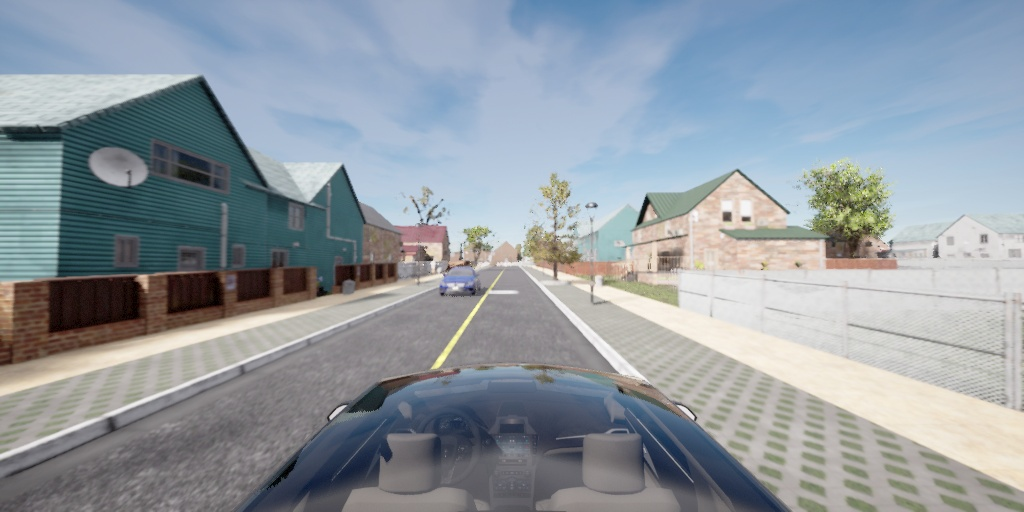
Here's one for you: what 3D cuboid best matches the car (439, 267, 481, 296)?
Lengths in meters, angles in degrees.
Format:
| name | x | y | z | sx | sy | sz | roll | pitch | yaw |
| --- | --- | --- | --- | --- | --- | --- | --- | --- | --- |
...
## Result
| name | x | y | z | sx | sy | sz | roll | pitch | yaw |
| --- | --- | --- | --- | --- | --- | --- | --- | --- | --- |
| car | -2.748 | 1.331 | 19.790 | 1.812 | 1.442 | 4.674 | 0 | 0 | 0 |
